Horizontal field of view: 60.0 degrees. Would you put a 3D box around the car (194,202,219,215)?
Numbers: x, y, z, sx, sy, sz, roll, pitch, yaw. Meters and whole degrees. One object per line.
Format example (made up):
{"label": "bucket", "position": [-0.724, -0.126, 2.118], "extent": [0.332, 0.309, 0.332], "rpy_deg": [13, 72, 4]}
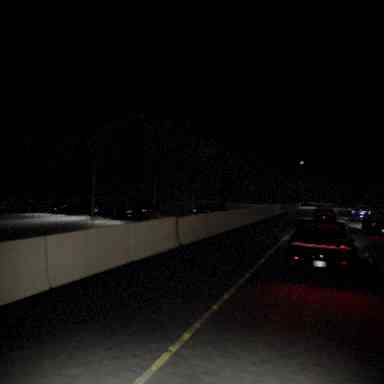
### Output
{"label": "car", "position": [1.851, 1.755, 33.500], "extent": [2.033, 1.411, 5.357], "rpy_deg": [2, 0, 23]}

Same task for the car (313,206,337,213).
{"label": "car", "position": [12.093, 2.056, 30.402], "extent": [1.882, 1.535, 5.008], "rpy_deg": [2, 0, 22]}

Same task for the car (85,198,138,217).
{"label": "car", "position": [-7.101, 1.323, 30.062], "extent": [2.128, 1.511, 4.902], "rpy_deg": [2, -1, 22]}

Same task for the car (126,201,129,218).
{"label": "car", "position": [-4.454, 1.390, 27.277], "extent": [1.882, 1.535, 5.008], "rpy_deg": [2, 0, 22]}

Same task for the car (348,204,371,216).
{"label": "car", "position": [17.928, 2.195, 35.519], "extent": [2.097, 1.767, 4.553], "rpy_deg": [2, -1, 22]}

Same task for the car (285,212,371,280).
{"label": "car", "position": [4.140, 1.634, 10.642], "extent": [2.128, 1.511, 4.902], "rpy_deg": [2, 0, 22]}

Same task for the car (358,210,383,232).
{"label": "car", "position": [12.679, 2.141, 22.499], "extent": [1.895, 1.301, 4.718], "rpy_deg": [2, 0, 22]}
